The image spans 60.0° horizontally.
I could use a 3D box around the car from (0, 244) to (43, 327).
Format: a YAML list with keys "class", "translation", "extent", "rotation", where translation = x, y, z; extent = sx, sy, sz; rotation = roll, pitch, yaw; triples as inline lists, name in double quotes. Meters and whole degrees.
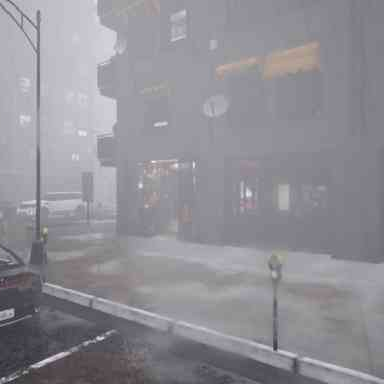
- class: "car"
  translation: [-4.485, 1.551, 6.095]
  extent: [4.403, 1.369, 2.008]
  rotation: [0, 0, 36]

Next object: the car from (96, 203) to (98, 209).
- class: "car"
  translation: [-10.889, 1.250, 30.549]
  extent: [1.752, 1.417, 4.829]
  rotation: [1, 1, 35]

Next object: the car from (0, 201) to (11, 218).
- class: "car"
  translation: [-13.991, 1.350, 26.132]
  extent: [2.008, 1.369, 4.403]
  rotation: [1, 1, 35]

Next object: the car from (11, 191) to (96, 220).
- class: "car"
  translation: [-10.741, 0.994, 26.274]
  extent: [2.150, 2.045, 5.566]
  rotation: [0, 1, 35]
